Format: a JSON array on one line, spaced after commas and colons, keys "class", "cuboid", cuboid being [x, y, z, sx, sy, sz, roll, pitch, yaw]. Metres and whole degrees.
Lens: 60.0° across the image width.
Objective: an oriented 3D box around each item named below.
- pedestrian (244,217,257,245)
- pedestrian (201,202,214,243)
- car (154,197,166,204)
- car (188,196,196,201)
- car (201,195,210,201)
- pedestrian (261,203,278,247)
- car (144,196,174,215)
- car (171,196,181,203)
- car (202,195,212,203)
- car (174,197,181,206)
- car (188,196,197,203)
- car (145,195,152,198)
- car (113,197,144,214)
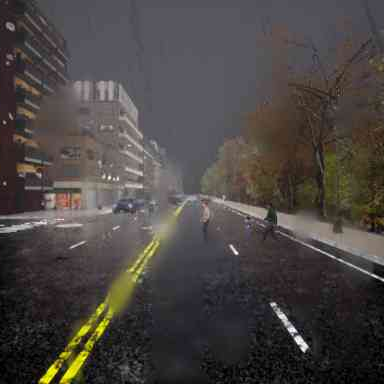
[{"class": "pedestrian", "cuboid": [2.425, 1.574, 14.066, 0.375, 1.300, 0.375, 0, 0, 0]}, {"class": "pedestrian", "cuboid": [0.648, 1.294, 14.666, 0.375, 1.860, 0.375, 0, 0, 0]}, {"class": "car", "cuboid": [-6.492, 1.615, 67.610, 1.895, 1.301, 4.718, 0, 0, 0]}, {"class": "car", "cuboid": [0.016, 1.528, 80.241, 1.895, 1.301, 4.718, 0, 0, 0]}, {"class": "car", "cuboid": [3.266, 1.472, 80.211, 2.033, 1.411, 5.357, 0, 0, 0]}, {"class": "pedestrian", "cuboid": [3.137, 1.294, 13.466, 0.375, 1.860, 0.375, 0, 0, 0]}, {"class": "car", "cuboid": [-3.344, 1.502, 34.602, 2.128, 1.511, 4.902, 0, 0, 0]}, {"class": "car", "cuboid": [-3.238, 1.606, 69.730, 1.895, 1.301, 4.718, 0, 0, 0]}, {"class": "car", "cuboid": [3.264, 1.604, 70.241, 1.895, 1.301, 4.718, 0, 0, 0]}, {"class": "car", "cuboid": [-3.327, 1.486, 54.619, 1.882, 1.535, 5.008, 0, 0, 0]}, {"class": "car", "cuboid": [0.014, 1.604, 70.241, 1.895, 1.301, 4.718, 0, 0, 0]}, {"class": "car", "cuboid": [-6.581, 1.360, 52.572, 2.097, 1.767, 4.553, 0, 0, 0]}, {"class": "car", "cuboid": [-6.819, 1.356, 35.168, 2.097, 1.767, 4.553, 0, 0, 4]}]
